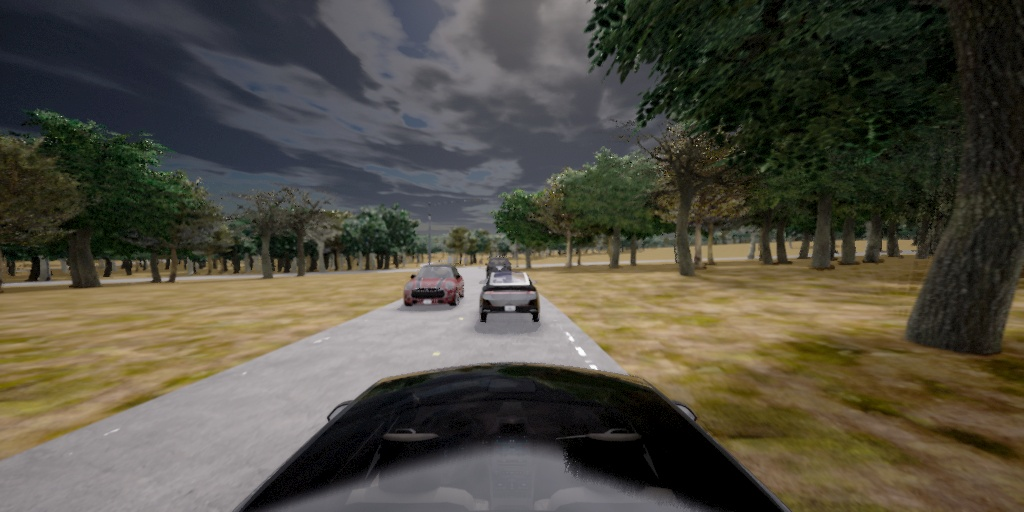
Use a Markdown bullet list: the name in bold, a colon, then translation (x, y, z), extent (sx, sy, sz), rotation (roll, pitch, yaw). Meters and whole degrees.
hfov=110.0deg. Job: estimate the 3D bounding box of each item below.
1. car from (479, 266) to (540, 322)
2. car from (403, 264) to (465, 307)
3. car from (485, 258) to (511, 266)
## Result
- **car**: translation (-0.122, 1.285, 12.578), extent (2.128, 1.511, 4.902), rotation (0, 0, -2)
- **car**: translation (-3.309, 1.177, 15.968), extent (2.097, 1.767, 4.553), rotation (0, 0, -2)
- **car**: translation (-1.225, 1.168, 32.174), extent (2.150, 2.045, 5.566), rotation (0, -1, -5)
